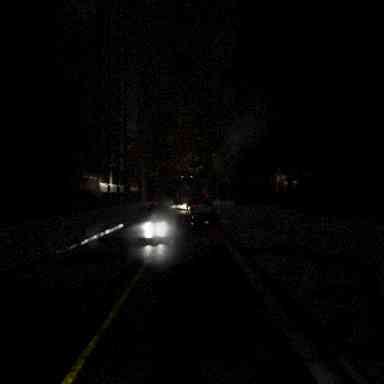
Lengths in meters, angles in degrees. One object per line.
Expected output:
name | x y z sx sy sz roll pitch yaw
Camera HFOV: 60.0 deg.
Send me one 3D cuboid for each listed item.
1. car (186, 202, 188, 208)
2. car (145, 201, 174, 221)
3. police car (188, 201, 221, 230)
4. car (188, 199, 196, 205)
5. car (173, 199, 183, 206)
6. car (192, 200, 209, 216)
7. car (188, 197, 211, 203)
car | 0.005 2.096 58.988 1.812 1.442 4.674 0 -1 0
car | -3.095 1.771 30.136 2.128 1.511 4.902 0 -1 0
police car | 0.902 1.633 22.719 1.930 1.638 5.238 0 -1 0
car | 0.006 2.230 74.018 1.895 1.301 4.718 0 -1 0
car | -2.994 2.150 71.050 1.882 1.535 5.008 0 -1 0
car | 0.903 1.821 38.798 1.801 1.575 5.366 0 -1 0
car | 0.902 1.529 32.641 2.150 2.045 5.566 0 -1 0
